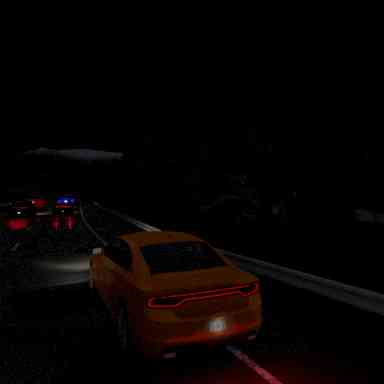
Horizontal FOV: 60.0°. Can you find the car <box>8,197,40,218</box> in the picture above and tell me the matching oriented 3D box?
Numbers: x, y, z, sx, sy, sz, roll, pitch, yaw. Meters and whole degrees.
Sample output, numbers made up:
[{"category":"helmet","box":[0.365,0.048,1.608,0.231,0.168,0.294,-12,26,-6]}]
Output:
[{"category":"car","box":[-15.288,1.505,30.091,1.837,1.490,4.892,0,0,-20]}]

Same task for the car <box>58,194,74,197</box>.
[{"category":"car","box":[-15.589,1.221,41.383,2.150,2.045,5.566,0,0,-19]}]

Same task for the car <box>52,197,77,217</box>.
[{"category":"car","box":[-12.119,1.491,31.495,2.128,1.511,4.902,0,0,-19]}]

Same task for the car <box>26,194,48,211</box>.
[{"category":"car","box":[-18.748,1.221,39.974,2.150,2.045,5.566,0,0,-19]}]

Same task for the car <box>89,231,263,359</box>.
[{"category":"car","box":[-0.725,1.478,6.312,1.882,1.535,5.008,0,0,-25]}]
